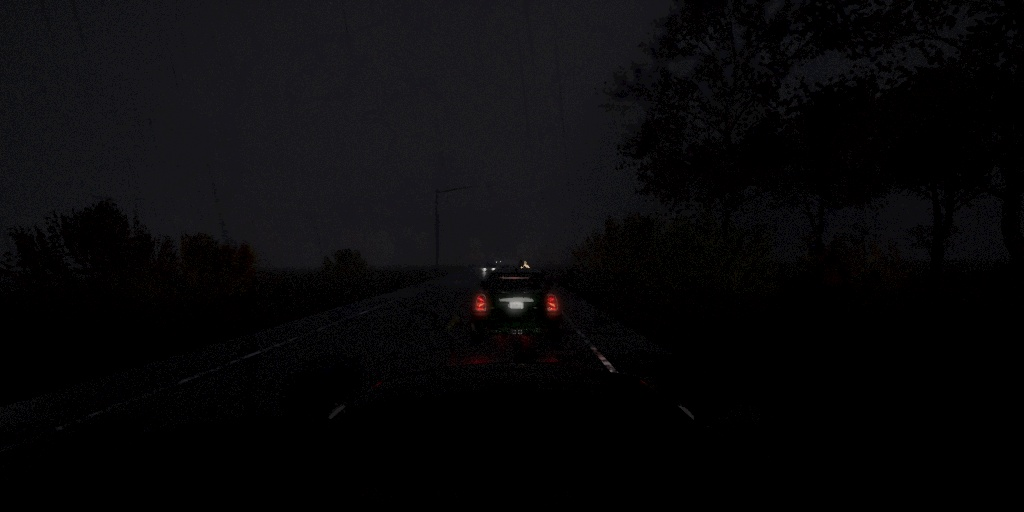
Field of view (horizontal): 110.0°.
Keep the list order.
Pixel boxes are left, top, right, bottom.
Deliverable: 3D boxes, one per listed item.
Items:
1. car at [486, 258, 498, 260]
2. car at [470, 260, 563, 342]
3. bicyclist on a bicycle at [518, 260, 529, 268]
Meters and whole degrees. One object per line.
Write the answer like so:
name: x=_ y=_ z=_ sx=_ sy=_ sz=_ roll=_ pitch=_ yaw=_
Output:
car: x=-3.801 y=1.258 z=60.077 sx=1.812 sy=1.442 sz=4.674 roll=0 pitch=0 yaw=0
car: x=0.106 y=1.099 z=9.944 sx=2.097 sy=1.767 sz=4.553 roll=0 pitch=0 yaw=0
bicyclist on a bicycle: x=0.954 y=1.177 z=25.767 sx=0.866 sy=1.612 sz=1.509 roll=0 pitch=0 yaw=1
